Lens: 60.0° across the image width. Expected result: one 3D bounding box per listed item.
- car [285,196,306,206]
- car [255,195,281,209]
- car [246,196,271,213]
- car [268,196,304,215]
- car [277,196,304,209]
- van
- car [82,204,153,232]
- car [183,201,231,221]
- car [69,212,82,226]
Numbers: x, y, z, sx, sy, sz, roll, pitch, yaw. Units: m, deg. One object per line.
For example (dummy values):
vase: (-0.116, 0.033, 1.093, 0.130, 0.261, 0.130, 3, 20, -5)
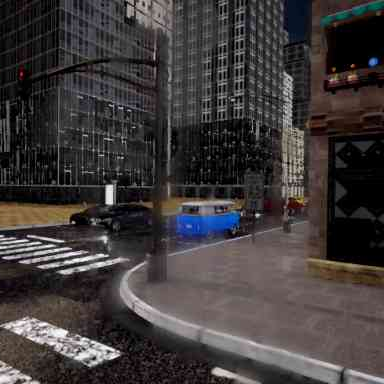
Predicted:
car: (16.534, 1.364, 53.209, 1.752, 1.417, 4.829, 1, 1, 36)
car: (10.202, 1.293, 44.342, 1.967, 1.590, 4.097, 1, 1, 36)
car: (7.166, 1.258, 35.616, 2.097, 1.767, 4.553, 1, 1, 36)
car: (9.893, 1.431, 33.949, 1.882, 1.535, 5.008, 1, 0, 36)
car: (13.030, 1.369, 43.762, 1.882, 1.535, 5.008, 1, 1, 36)
van: (0.945, 1.368, 16.960, 1.690, 1.788, 3.998, 1, 1, 36)
car: (-3.940, 1.466, 20.084, 1.812, 1.442, 4.674, 1, 1, 37)
car: (1.334, 1.487, 27.483, 1.994, 1.385, 4.181, 1, 1, 35)
car: (-5.877, 1.467, 21.833, 1.947, 1.339, 4.313, 1, 1, 36)
